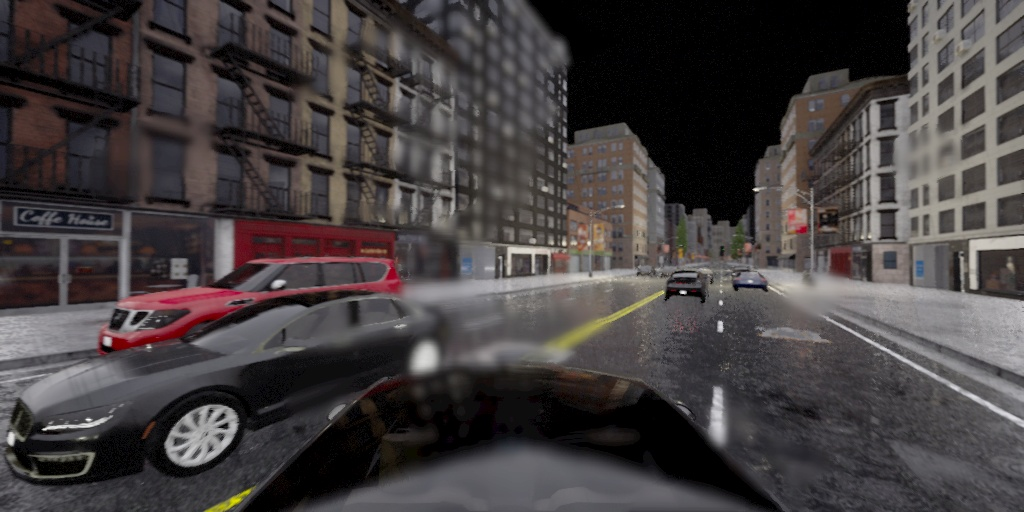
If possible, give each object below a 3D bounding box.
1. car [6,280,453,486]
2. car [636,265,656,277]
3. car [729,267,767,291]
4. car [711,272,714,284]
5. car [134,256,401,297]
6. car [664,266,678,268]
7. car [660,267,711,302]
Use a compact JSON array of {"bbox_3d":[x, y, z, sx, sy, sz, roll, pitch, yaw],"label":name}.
[{"bbox_3d":[-2.873,1.277,5.035,1.837,1.490,4.892,0,-1,30],"label":"car"},{"bbox_3d":[17.148,1.907,45.713,1.837,1.490,4.892,0,-1,30],"label":"car"},{"bbox_3d":[17.043,1.724,25.835,1.994,1.385,4.181,0,-1,30],"label":"car"},{"bbox_3d":[17.836,1.861,33.628,1.895,1.301,4.718,0,-1,30],"label":"car"},{"bbox_3d":[-4.915,1.016,7.982,2.150,2.045,5.566,0,-1,30],"label":"car"},{"bbox_3d":[18.188,1.857,41.061,1.837,1.490,4.892,0,-1,30],"label":"car"},{"bbox_3d":[9.342,1.530,19.096,1.837,1.490,4.892,0,-1,30],"label":"car"}]
